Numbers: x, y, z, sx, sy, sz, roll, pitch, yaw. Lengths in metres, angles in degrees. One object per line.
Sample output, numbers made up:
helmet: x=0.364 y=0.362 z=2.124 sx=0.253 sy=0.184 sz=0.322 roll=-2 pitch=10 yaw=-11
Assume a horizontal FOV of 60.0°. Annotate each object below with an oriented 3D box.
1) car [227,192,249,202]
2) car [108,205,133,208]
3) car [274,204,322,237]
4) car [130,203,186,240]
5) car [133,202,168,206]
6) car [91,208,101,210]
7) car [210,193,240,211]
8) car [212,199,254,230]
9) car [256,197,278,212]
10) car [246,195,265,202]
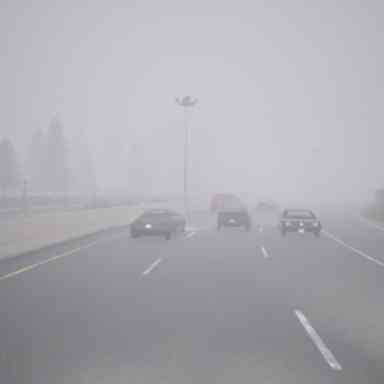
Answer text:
car: x=10.017 y=1.007 z=71.807 sx=2.150 sy=2.045 sz=5.566 roll=0 pitch=0 yaw=40
car: x=-7.437 y=1.426 z=35.791 sx=1.994 sy=1.385 sz=4.181 roll=0 pitch=0 yaw=21
car: x=5.735 y=1.585 z=18.221 sx=1.895 sy=1.301 sz=4.718 roll=0 pitch=0 yaw=12
car: x=-1.600 y=1.509 z=16.969 sx=1.994 sy=1.385 sz=4.181 roll=0 pitch=0 yaw=11
car: x=-3.785 y=1.430 z=35.746 sx=2.033 sy=1.411 sz=5.357 roll=0 pitch=0 yaw=21
car: x=-10.634 y=1.331 z=37.199 sx=2.128 sy=1.511 sz=4.902 roll=0 pitch=0 yaw=21
car: x=3.648 y=1.149 z=34.986 sx=2.150 sy=2.045 sz=5.566 roll=0 pitch=0 yaw=22
car: x=2.770 y=1.438 z=20.751 sx=1.882 sy=1.535 sz=5.008 roll=0 pitch=0 yaw=13
car: x=8.560 y=1.475 z=37.480 sx=1.812 sy=1.442 sz=4.674 roll=0 pitch=0 yaw=24
car: x=13.481 y=1.439 z=70.451 sx=1.994 sy=1.385 sz=4.181 roll=0 pitch=0 yaw=40
